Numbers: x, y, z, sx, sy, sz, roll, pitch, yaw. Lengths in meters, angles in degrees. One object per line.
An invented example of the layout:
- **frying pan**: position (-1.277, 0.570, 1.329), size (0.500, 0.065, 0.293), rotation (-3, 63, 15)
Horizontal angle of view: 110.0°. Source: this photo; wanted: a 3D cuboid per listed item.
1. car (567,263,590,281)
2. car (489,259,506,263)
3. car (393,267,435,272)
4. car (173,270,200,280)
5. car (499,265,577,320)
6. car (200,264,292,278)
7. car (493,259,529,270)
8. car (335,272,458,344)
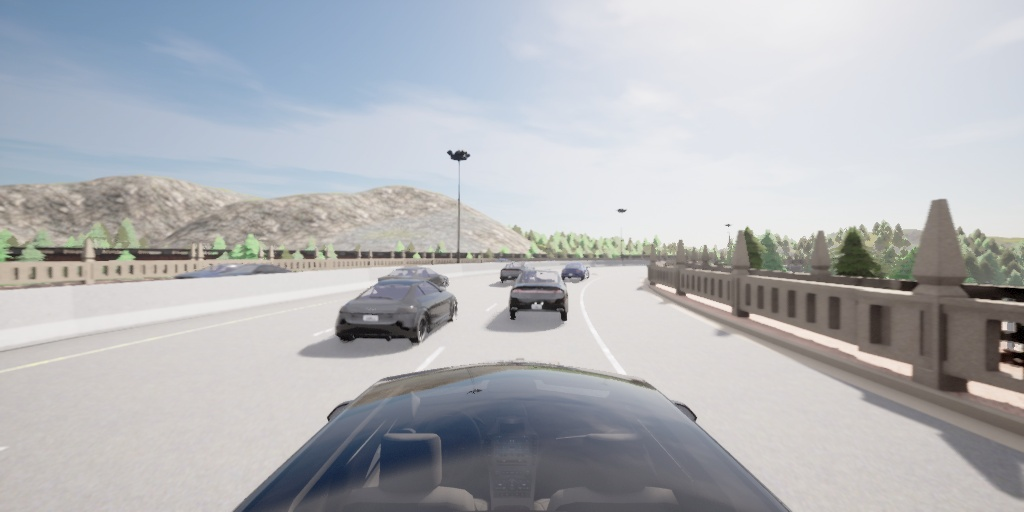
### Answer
- **car**: position (5.401, 1.298, 30.336), size (1.812, 1.442, 4.674), rotation (0, 0, 20)
- **car**: position (-1.613, 1.243, 49.144), size (1.837, 1.490, 4.892), rotation (0, 0, 27)
- **car**: position (-5.068, 1.272, 18.922), size (2.033, 1.411, 5.357), rotation (0, 0, 11)
- **car**: position (-18.610, 1.208, 23.384), size (2.033, 1.411, 5.357), rotation (0, 0, 12)
- **car**: position (1.033, 1.245, 12.703), size (2.128, 1.511, 4.902), rotation (0, 0, 8)
- **car**: position (-15.391, 1.201, 21.485), size (1.812, 1.442, 4.674), rotation (0, 0, 12)
- **car**: position (0.546, 1.241, 26.756), size (2.128, 1.511, 4.902), rotation (0, 0, 17)
- **car**: position (-2.831, 1.300, 9.660), size (1.994, 1.385, 4.181), rotation (0, 0, 5)
